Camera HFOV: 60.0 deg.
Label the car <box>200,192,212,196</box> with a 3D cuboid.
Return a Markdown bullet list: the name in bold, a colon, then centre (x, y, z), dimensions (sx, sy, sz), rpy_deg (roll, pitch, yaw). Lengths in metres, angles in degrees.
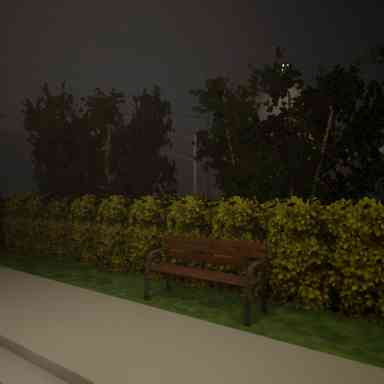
- **car**: centre (2.871, 0.781, 65.868), dimensions (1.837, 1.490, 4.892), rpy_deg (0, 1, 35)

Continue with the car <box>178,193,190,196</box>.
- **car**: centre (-1.747, 0.939, 65.373), dimensions (1.895, 1.301, 4.718), rpy_deg (0, 1, 35)
